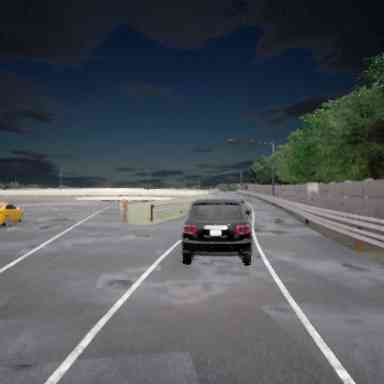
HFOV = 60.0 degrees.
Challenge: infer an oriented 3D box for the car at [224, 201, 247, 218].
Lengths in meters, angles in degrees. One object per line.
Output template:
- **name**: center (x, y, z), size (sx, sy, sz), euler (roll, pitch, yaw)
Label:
- **car**: center (4.234, 1.633, 32.135), size (1.994, 1.385, 4.181), euler (0, 0, 10)

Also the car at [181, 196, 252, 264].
- **car**: center (0.949, 1.242, 12.048), size (2.150, 2.045, 5.566), euler (0, 0, 6)

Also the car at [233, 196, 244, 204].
- **car**: center (8.170, 1.423, 58.816), size (1.895, 1.301, 4.718), euler (0, 1, 7)

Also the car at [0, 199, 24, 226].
- **car**: center (-13.164, 1.468, 22.864), size (1.882, 1.535, 5.008), euler (0, 0, -11)

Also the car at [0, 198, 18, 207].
- **car**: center (-35.314, 2.016, 63.970), size (1.882, 1.535, 5.008), euler (0, -1, -11)
